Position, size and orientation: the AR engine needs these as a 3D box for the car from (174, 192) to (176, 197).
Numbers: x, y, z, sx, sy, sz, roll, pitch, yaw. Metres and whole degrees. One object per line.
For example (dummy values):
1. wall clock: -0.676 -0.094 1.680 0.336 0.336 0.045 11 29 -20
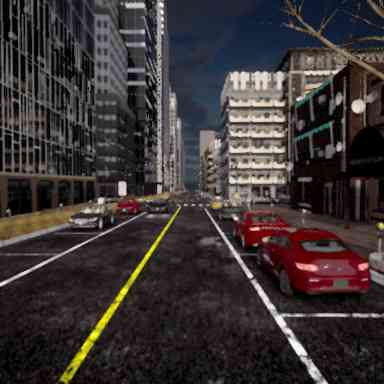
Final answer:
1. car: -5.649 0.921 79.989 1.947 1.339 4.313 -1 0 0

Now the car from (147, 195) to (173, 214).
1. car: -3.064 1.306 31.533 1.994 1.385 4.181 0 0 0

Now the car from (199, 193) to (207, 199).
1. car: 2.731 0.905 79.984 2.008 1.369 4.403 -1 0 0

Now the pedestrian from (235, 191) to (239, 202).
1. pedestrian: 6.166 0.778 45.892 0.375 1.860 0.375 -1 1 0

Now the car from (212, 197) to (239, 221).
1. car: 2.824 1.345 25.087 2.008 1.369 4.403 -1 0 0

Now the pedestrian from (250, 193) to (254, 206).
1. pedestrian: 8.165 0.969 45.294 0.375 1.860 0.375 -1 1 0

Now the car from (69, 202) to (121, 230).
1. car: -5.792 1.391 19.505 2.008 1.369 4.403 -1 0 0

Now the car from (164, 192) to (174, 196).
1. car: -5.653 0.927 74.165 1.752 1.417 4.829 -1 0 0

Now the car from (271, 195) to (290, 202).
1. car: 16.354 1.149 59.500 4.403 1.369 2.008 0 1 1

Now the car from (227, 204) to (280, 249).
1. car: 2.756 1.431 13.799 1.887 1.381 4.507 -1 0 0

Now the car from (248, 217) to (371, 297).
1. car: 2.718 1.514 8.155 1.802 1.307 4.206 -1 0 0

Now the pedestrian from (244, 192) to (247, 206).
1. pedestrian: 7.165 0.944 44.694 0.375 1.860 0.375 -1 1 0

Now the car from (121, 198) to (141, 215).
1. car: -5.811 1.293 30.794 1.887 1.381 4.507 -1 0 0

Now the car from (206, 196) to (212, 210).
1. car: 2.832 1.227 36.545 1.752 1.417 4.829 -1 0 0
